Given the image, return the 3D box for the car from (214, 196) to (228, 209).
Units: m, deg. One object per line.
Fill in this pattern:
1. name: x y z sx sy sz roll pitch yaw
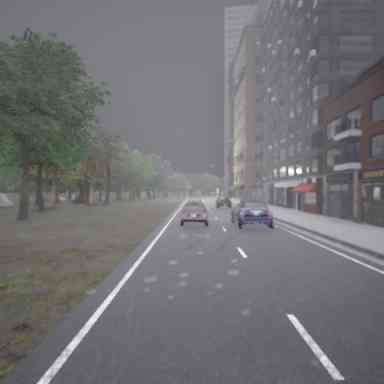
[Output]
1. car: 3.902 1.259 41.469 1.837 1.490 4.892 0 1 0

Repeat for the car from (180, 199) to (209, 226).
1. car: 0.173 1.441 22.566 2.033 1.411 5.357 0 0 1

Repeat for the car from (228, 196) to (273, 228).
1. car: 3.750 1.267 21.417 2.097 1.767 4.553 0 0 0
